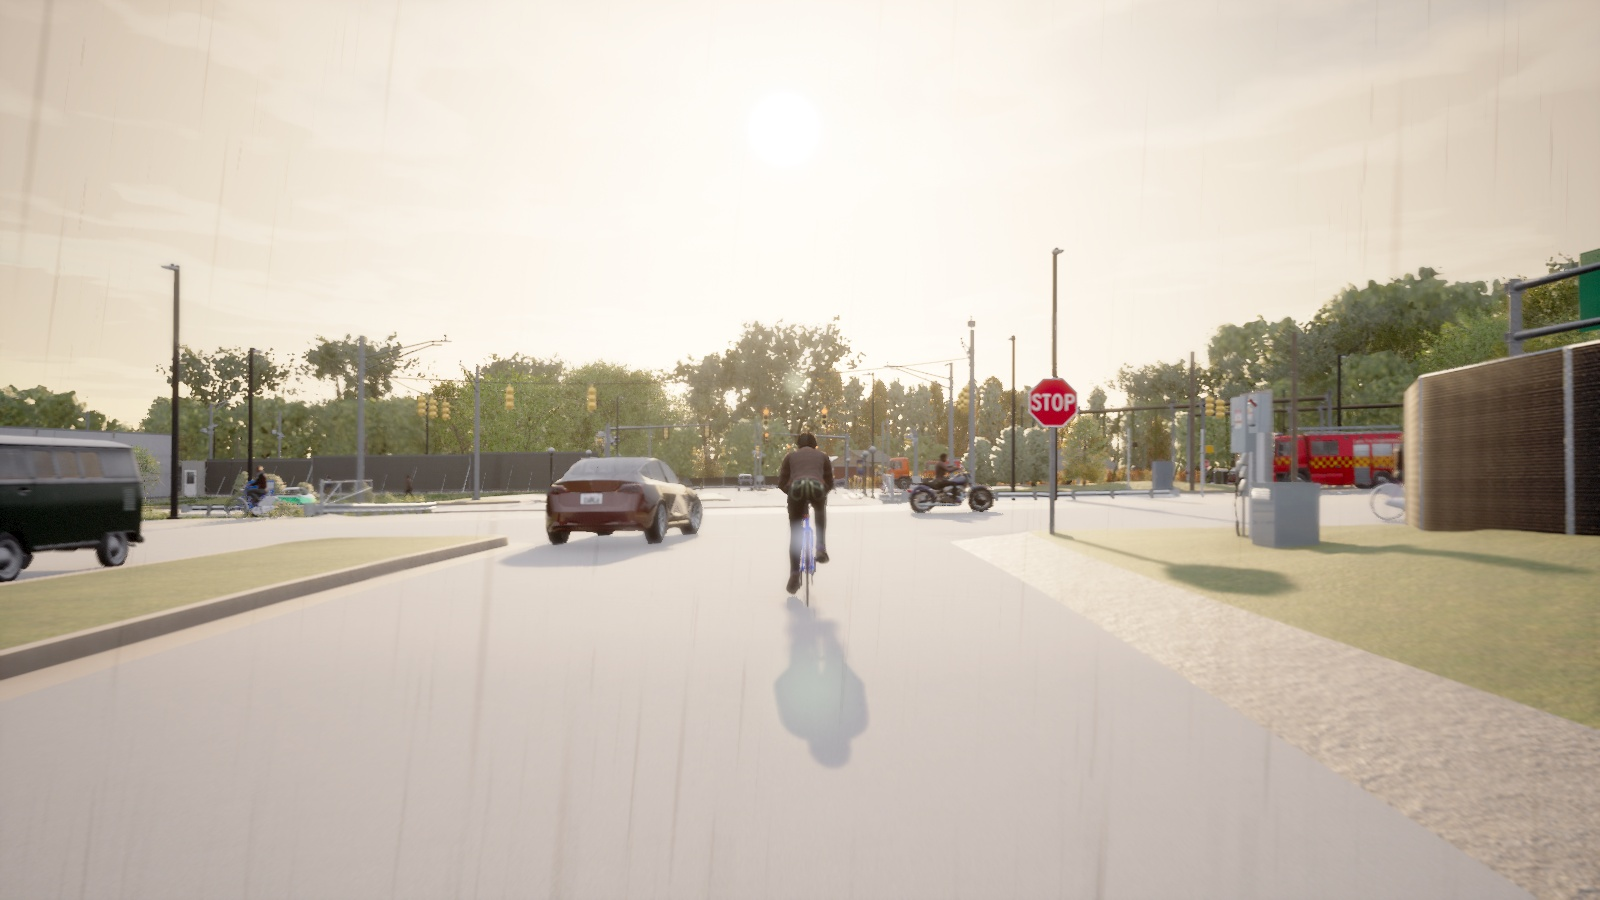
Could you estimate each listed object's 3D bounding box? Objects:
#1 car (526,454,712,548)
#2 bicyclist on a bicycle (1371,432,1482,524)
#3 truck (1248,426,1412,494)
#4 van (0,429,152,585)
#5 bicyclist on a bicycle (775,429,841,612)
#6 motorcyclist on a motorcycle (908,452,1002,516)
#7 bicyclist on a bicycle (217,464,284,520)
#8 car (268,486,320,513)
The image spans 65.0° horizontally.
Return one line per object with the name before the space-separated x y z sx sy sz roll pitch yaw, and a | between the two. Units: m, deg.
car | -3.107 0.876 22.735 2.163 1.488 4.792 -1 -1 7
bicyclist on a bicycle | 12.627 0.560 25.344 1.843 1.776 0.659 -2 0 6
truck | 31.555 0.608 74.954 8.468 3.827 2.891 -1 -1 0
van | -11.080 0.766 17.452 1.775 1.987 4.442 -1 -1 1
bicyclist on a bicycle | 0.078 0.646 11.972 0.582 1.620 1.656 0 -1 0
motorcyclist on a motorcycle | 4.091 0.883 33.184 2.350 1.649 0.766 -1 0 -12
bicyclist on a bicycle | -17.803 1.357 40.704 1.843 1.776 0.659 -1 -1 1
car | -27.508 2.674 68.370 2.207 1.376 1.481 -1 -1 1
